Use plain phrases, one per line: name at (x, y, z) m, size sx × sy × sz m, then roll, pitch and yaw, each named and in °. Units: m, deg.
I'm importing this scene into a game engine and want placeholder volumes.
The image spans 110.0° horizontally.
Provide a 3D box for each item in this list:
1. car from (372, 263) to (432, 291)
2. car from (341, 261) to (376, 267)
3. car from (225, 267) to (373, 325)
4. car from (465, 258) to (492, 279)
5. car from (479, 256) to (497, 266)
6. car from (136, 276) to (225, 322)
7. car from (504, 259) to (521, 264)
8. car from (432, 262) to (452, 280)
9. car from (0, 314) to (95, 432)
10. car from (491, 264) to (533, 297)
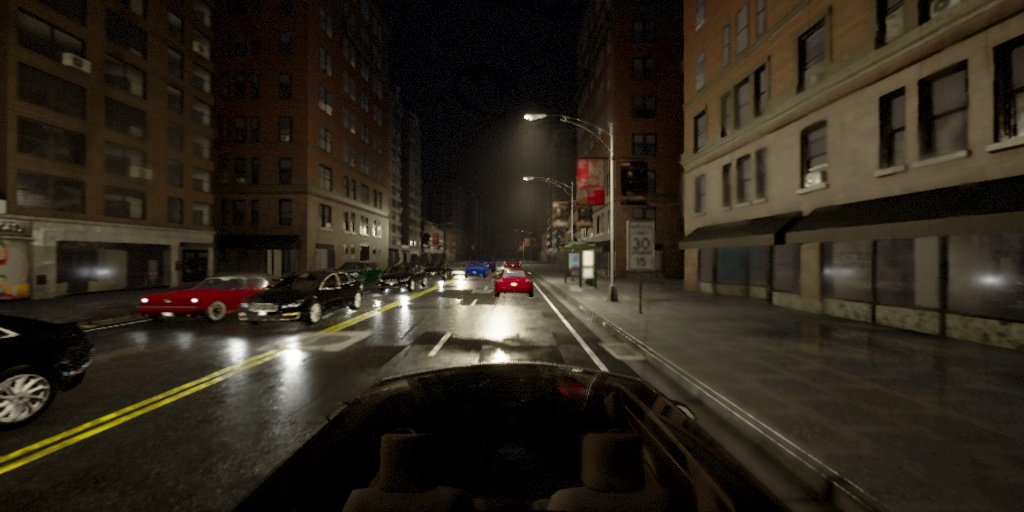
car at (-6.523, 1.274, 21.873) m, size 1.837 × 1.490 × 4.892 m, roll 0°, pitch 0°, yaw 1°
car at (-9.766, 1.122, 22.427) m, size 2.097 × 1.767 × 4.553 m, roll 0°, pitch 0°, yaw 0°
car at (-6.589, 1.264, 11.889) m, size 1.837 × 1.490 × 4.892 m, roll 0°, pitch 0°, yaw 0°
car at (-3.254, 1.259, 33.739) m, size 1.882 × 1.535 × 5.008 m, roll 0°, pitch 0°, yaw 0°
car at (-3.233, 1.022, 46.432) m, size 2.150 × 2.045 × 5.566 m, roll 0°, pitch 0°, yaw 1°
car at (-9.835, 1.361, 12.455) m, size 1.895 × 1.301 × 4.718 m, roll 0°, pitch 0°, yaw 0°
car at (0.088, 1.146, 44.236) m, size 2.097 × 1.767 × 4.553 m, roll 0°, pitch 0°, yaw 0°
car at (-6.508, 1.284, 31.905) m, size 1.837 × 1.490 × 4.892 m, roll 0°, pitch 0°, yaw 0°
car at (-6.597, 1.256, 2.772) m, size 1.837 × 1.490 × 4.892 m, roll 0°, pitch 0°, yaw 0°
car at (0.096, 1.330, 19.262) m, size 1.994 × 1.385 × 4.181 m, roll 0°, pitch 0°, yaw 0°
